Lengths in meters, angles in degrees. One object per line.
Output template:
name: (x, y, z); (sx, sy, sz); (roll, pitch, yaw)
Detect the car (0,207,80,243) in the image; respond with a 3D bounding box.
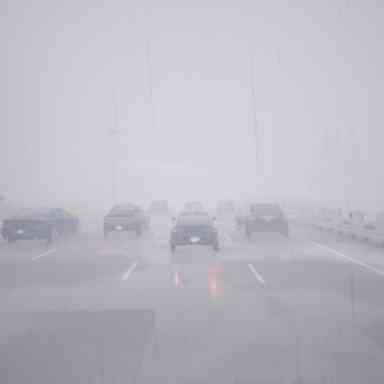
car: (-6.902, 1.436, 15.848); (1.882, 1.535, 5.008); (0, 0, 0)

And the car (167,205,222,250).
car: (0.082, 1.487, 13.947); (1.812, 1.442, 4.674); (0, 0, 0)

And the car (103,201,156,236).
car: (-3.403, 1.447, 17.911); (2.128, 1.511, 4.902); (0, 0, 0)

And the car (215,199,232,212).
car: (3.595, 1.520, 35.736); (2.128, 1.511, 4.902); (0, 0, 0)

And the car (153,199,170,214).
car: (-3.405, 1.520, 35.745); (2.128, 1.511, 4.902); (0, 0, 0)

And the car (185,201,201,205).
car: (0.095, 1.536, 30.886); (2.033, 1.411, 5.357); (0, 0, 0)

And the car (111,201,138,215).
car: (-6.906, 1.619, 34.493); (1.895, 1.301, 4.718); (0, 0, 0)

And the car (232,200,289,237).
car: (3.597, 1.307, 17.820); (2.097, 1.767, 4.553); (0, 0, 0)
